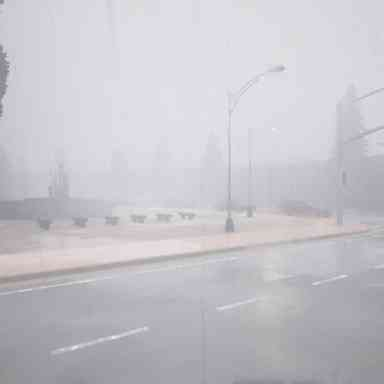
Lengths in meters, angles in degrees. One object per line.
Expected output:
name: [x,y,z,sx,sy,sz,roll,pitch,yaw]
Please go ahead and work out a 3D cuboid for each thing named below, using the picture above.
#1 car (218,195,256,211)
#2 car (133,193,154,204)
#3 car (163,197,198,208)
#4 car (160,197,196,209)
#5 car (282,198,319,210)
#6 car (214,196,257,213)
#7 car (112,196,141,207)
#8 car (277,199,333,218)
car: [5.645,1.352,42.424,2.097,1.767,4.553,0,0,-42]
car: [-9.671,1.223,61.474,5.566,2.045,2.150,0,0,21]
car: [-1.782,1.478,49.258,5.008,1.535,1.882,0,0,35]
car: [-2.136,1.505,45.165,4.892,1.490,1.837,0,0,38]
car: [14.159,1.564,43.468,1.994,1.385,4.181,0,0,-37]
car: [4.845,1.547,38.117,2.033,1.411,5.357,0,0,-38]
car: [-10.653,1.601,50.498,4.718,1.301,1.895,0,0,25]
car: [10.476,1.526,30.403,1.812,1.442,4.674,0,0,-35]
